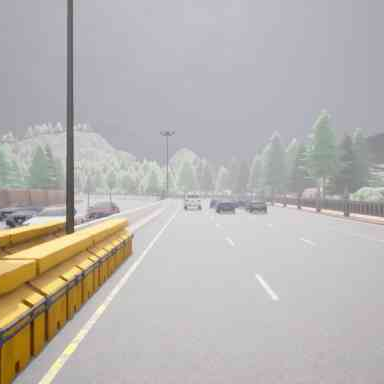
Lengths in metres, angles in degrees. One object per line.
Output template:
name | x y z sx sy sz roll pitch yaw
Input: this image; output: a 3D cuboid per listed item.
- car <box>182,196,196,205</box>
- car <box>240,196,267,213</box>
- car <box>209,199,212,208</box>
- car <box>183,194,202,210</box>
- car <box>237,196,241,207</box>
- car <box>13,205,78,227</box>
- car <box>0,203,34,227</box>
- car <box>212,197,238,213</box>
car | -0.529 1.491 58.742 2.128 1.511 4.902 0 0 -5
car | 7.073 1.491 37.052 2.128 1.511 4.902 0 0 0
car | 3.523 1.478 47.485 1.882 1.535 5.008 0 0 0
car | 0.097 1.221 44.140 2.150 2.045 5.566 0 0 0
car | 7.015 1.352 46.952 2.097 1.767 4.553 0 0 0
car | -7.043 1.525 17.307 1.812 1.442 4.674 0 0 0
car | -10.492 1.564 22.289 1.994 1.385 4.181 0 0 0
car | 3.605 1.478 37.013 1.882 1.535 5.008 0 0 0
